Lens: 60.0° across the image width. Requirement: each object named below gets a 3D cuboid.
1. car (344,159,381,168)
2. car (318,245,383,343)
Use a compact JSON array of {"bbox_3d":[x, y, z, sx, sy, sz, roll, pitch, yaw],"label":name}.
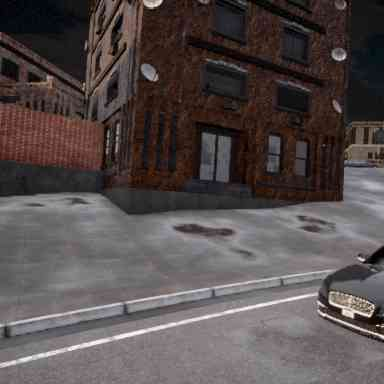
[{"bbox_3d":[21.200,-3.300,41.905,4.553,1.767,2.185,2,-3,15],"label":"car"},{"bbox_3d":[4.453,1.557,6.010,4.892,1.490,1.837,1,-1,-27],"label":"car"}]
